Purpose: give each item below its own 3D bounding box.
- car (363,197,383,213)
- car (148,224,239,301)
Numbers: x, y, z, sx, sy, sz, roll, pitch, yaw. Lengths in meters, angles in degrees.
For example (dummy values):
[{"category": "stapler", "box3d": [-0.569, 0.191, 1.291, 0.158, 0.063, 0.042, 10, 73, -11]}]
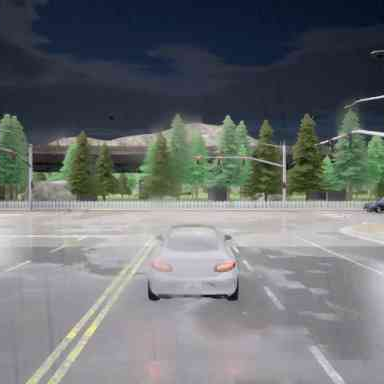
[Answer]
[{"category": "car", "box3d": [20.734, 1.296, 35.348, 4.553, 1.767, 2.097, 0, 0, 0]}, {"category": "car", "box3d": [0.033, 1.526, 8.216, 1.812, 1.442, 4.674, 0, 0, 0]}]
